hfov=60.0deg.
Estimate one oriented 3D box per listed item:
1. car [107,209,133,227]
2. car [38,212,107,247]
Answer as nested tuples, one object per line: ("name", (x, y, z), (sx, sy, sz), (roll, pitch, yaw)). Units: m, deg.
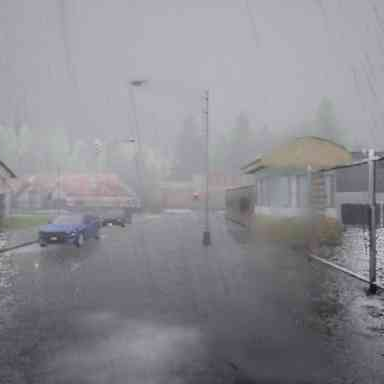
("car", (-6.234, 2.132, 27.955), (2.033, 1.411, 5.357), (0, -1, 0))
("car", (-6.098, 1.827, 17.090), (1.882, 1.535, 5.008), (0, -1, -1))
